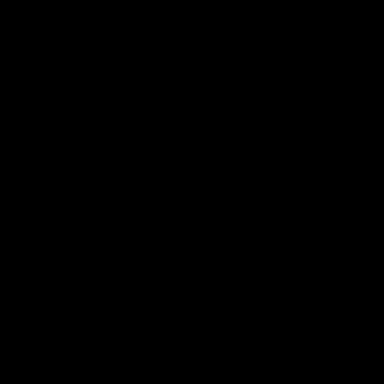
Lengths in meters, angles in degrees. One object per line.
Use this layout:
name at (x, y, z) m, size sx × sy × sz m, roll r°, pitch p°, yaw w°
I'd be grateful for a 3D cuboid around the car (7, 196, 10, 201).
car at (-42.360, 1.231, 73.983) m, size 1.882 × 1.535 × 5.008 m, roll 4°, pitch 0°, yaw -2°
